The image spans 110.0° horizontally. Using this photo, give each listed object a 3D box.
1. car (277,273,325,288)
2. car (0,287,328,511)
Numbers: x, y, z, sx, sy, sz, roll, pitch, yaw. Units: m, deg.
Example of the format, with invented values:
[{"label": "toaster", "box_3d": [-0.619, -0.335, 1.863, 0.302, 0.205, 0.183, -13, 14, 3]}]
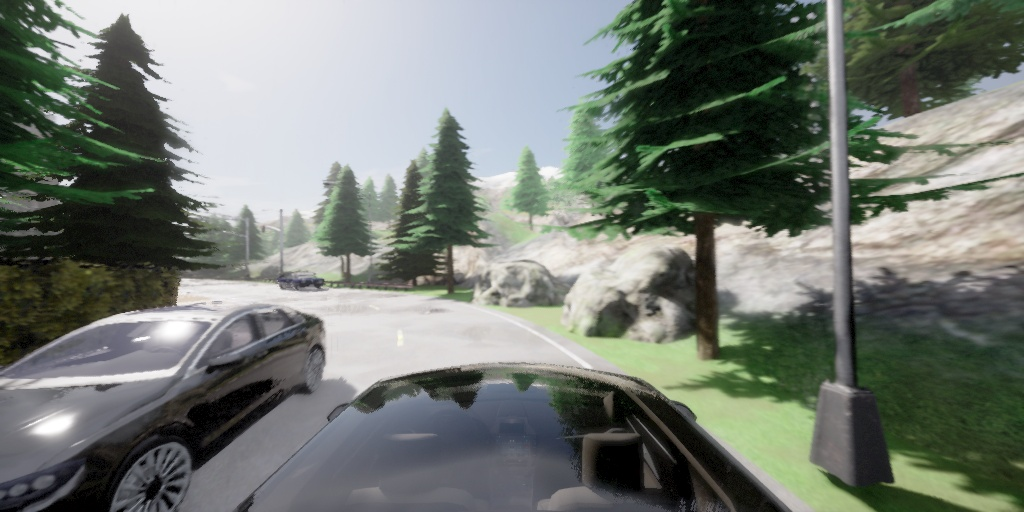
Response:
[{"label": "car", "box_3d": [-16.882, 2.008, 28.500, 4.718, 1.301, 1.895, -2, -1, 38]}, {"label": "car", "box_3d": [-3.710, 1.341, 3.978, 2.128, 1.511, 4.902, -1, -1, -8]}]
